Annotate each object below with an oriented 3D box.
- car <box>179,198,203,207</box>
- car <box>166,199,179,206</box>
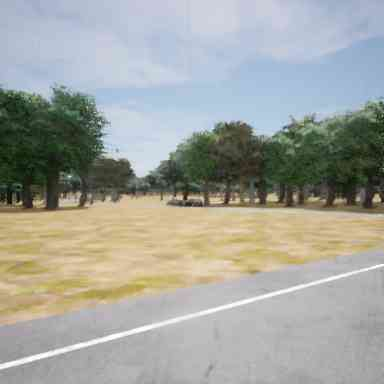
[{"bbox_3d":[0.132,2.002,63.609,2.097,1.767,4.553,2,-2,-34],"label":"car"},{"bbox_3d":[-3.580,2.241,68.914,1.994,1.385,4.181,2,-2,-34],"label":"car"}]
